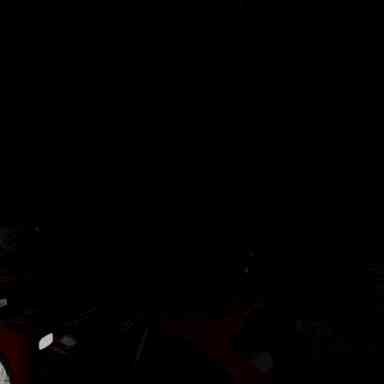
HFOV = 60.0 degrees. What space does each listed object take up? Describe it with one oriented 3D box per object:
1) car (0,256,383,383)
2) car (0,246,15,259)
[{"bbox_3d":[-0.264,1.545,3.148,4.507,1.381,1.887,0,0,35],"label":"car"},{"bbox_3d":[-4.698,1.545,6.297,4.507,1.381,1.887,0,0,35],"label":"car"}]
